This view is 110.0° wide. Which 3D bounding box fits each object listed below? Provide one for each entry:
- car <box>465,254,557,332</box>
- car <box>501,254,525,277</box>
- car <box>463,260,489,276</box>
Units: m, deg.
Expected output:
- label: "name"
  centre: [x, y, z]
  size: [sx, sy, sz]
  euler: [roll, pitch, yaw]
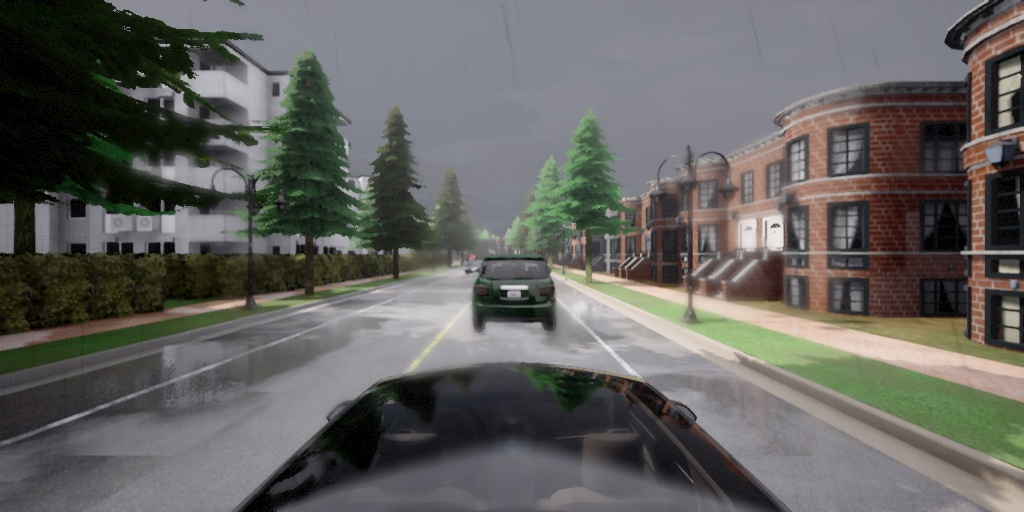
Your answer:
- label: "car"
  centre: [0.079, 0.950, 10.916]
  size: [2.150, 2.045, 5.566]
  euler: [0, 0, 1]
- label: "car"
  centre: [0.116, 0.880, 35.049]
  size: [2.150, 2.045, 5.566]
  euler: [0, 0, 0]
- label: "car"
  centre: [-3.578, 1.152, 36.197]
  size: [2.128, 1.511, 4.902]
  euler: [0, 0, 0]
